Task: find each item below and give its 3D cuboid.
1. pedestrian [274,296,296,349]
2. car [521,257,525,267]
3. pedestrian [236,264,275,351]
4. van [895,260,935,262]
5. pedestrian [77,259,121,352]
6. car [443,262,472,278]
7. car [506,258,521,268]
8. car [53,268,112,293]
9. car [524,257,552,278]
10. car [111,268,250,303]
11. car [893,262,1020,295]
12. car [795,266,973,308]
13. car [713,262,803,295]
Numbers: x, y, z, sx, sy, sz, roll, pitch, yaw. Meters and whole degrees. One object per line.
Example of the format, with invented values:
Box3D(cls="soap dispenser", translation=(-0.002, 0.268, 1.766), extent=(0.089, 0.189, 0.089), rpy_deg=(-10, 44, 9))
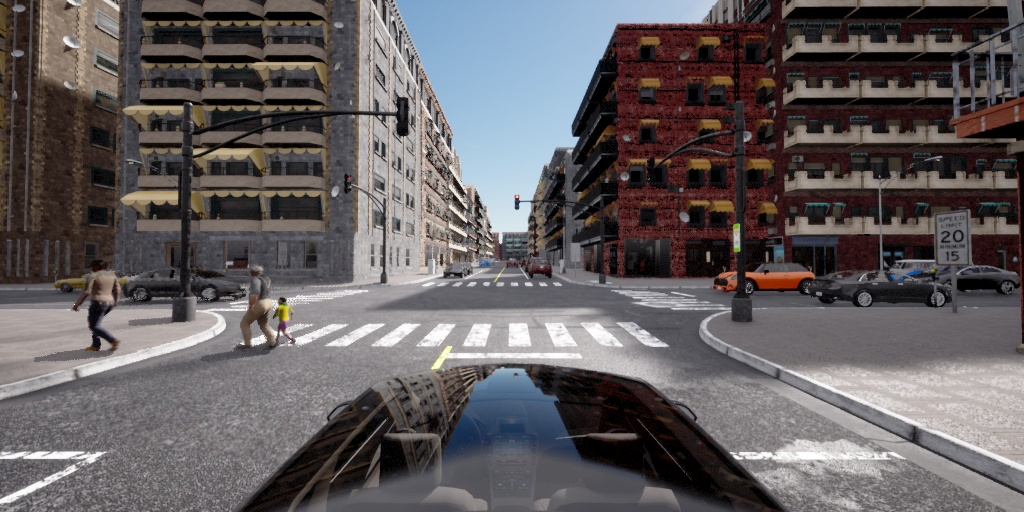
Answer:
Box3D(cls="pedestrian", translation=(-5.115, 1.425, 8.041), extent=(0.500, 1.100, 0.500), rpy_deg=(1, -1, 0))
Box3D(cls="car", translation=(2.615, 1.086, 44.930), extent=(2.192, 1.841, 5.009), rpy_deg=(0, 0, 0))
Box3D(cls="pedestrian", translation=(-5.313, 1.046, 7.441), extent=(0.375, 1.860, 0.375), rpy_deg=(1, -1, 0))
Box3D(cls="van", translation=(24.925, 1.115, 21.340), extent=(3.998, 1.789, 1.690), rpy_deg=(0, 0, 0))
Box3D(cls="pedestrian", translation=(-7.835, 0.893, 6.847), extent=(0.375, 1.860, 0.375), rpy_deg=(1, -1, 0))
Box3D(cls="car", translation=(-5.278, 1.328, 33.770), extent=(1.948, 1.339, 4.313), rpy_deg=(0, 0, 0))
Box3D(cls="car", translation=(0.070, 1.174, 63.365), extent=(2.097, 1.767, 4.553), rpy_deg=(0, 0, 0))
Box3D(cls="car", translation=(-24.421, 1.436, 21.515), extent=(4.829, 1.417, 1.751), rpy_deg=(0, 0, 0))
Box3D(cls="car", translation=(2.603, 1.077, 33.806), extent=(2.192, 1.841, 5.009), rpy_deg=(0, 0, 0))
Box3D(cls="car", translation=(-14.439, 1.276, 16.173), extent=(4.892, 1.490, 1.837), rpy_deg=(-1, -1, -2))
Box3D(cls="car", translation=(23.476, 1.217, 18.893), extent=(4.902, 1.511, 2.128), rpy_deg=(0, -1, 0))
Box3D(cls="car", translation=(13.758, 1.185, 13.501), extent=(4.403, 1.370, 2.007), rpy_deg=(0, 0, 0))
Box3D(cls="car", translation=(13.223, 1.103, 18.964), extent=(4.553, 1.767, 2.097), rpy_deg=(0, -1, 1))
